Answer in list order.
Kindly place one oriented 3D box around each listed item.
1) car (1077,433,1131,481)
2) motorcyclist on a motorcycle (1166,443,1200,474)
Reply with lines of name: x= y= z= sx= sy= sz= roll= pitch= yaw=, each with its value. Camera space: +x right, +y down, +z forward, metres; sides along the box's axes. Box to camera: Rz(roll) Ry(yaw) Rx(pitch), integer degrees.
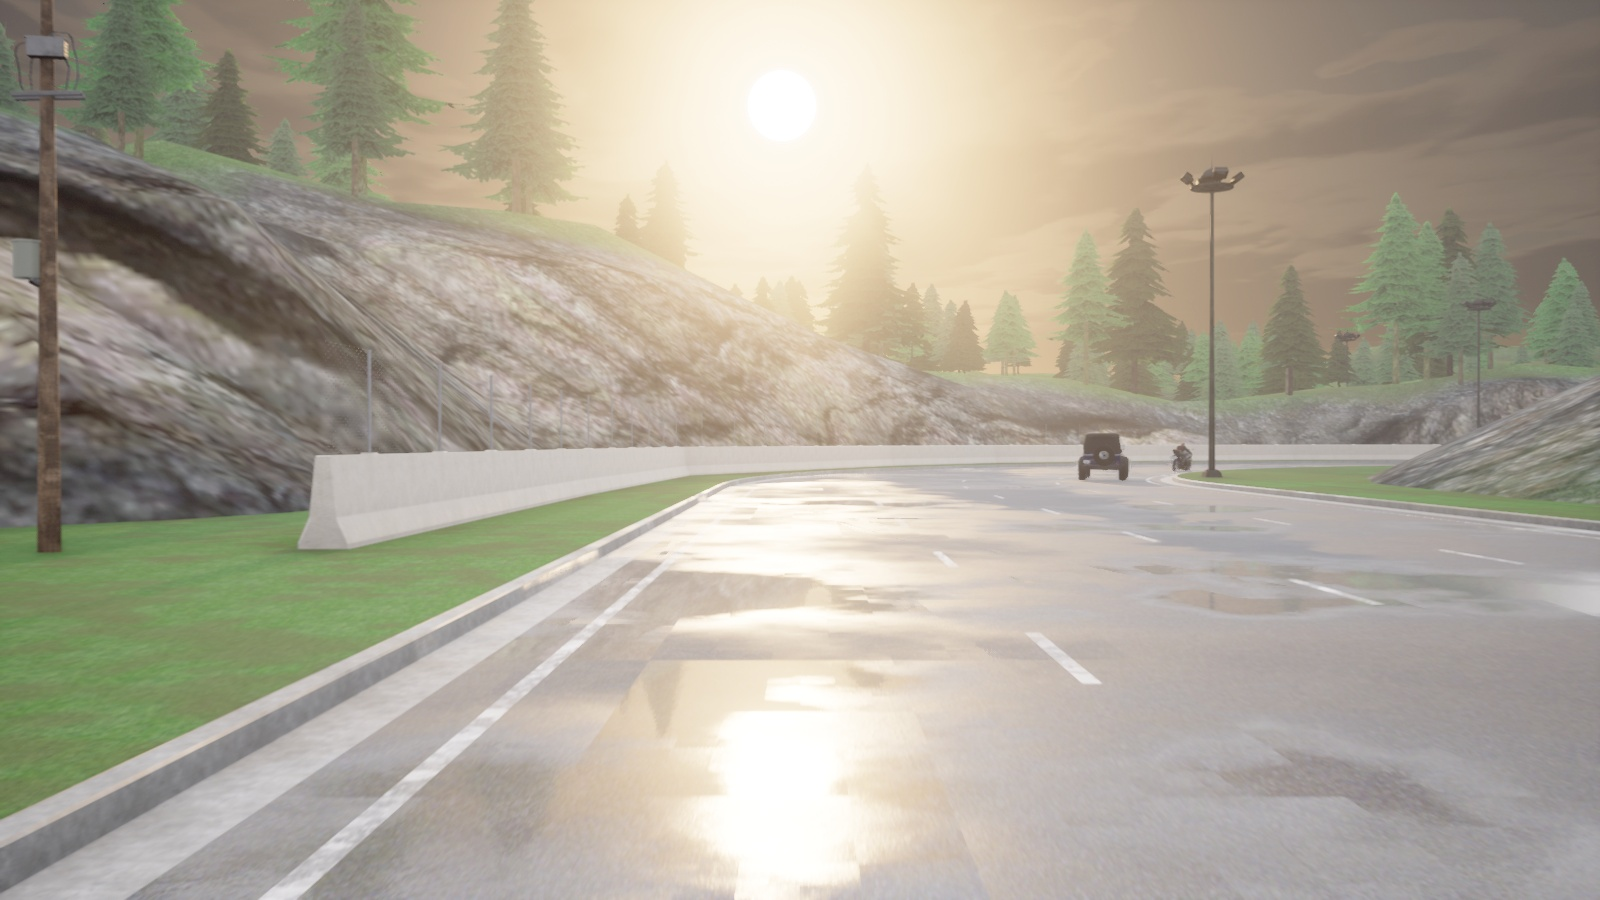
car: x=12.506 y=0.262 z=51.524 sx=1.905 sy=1.878 sz=3.866 roll=0 pitch=0 yaw=17
motorcyclist on a motorcycle: x=19.846 y=0.431 z=64.978 sx=0.866 sy=1.530 sz=2.191 roll=2 pitch=1 yaw=40
